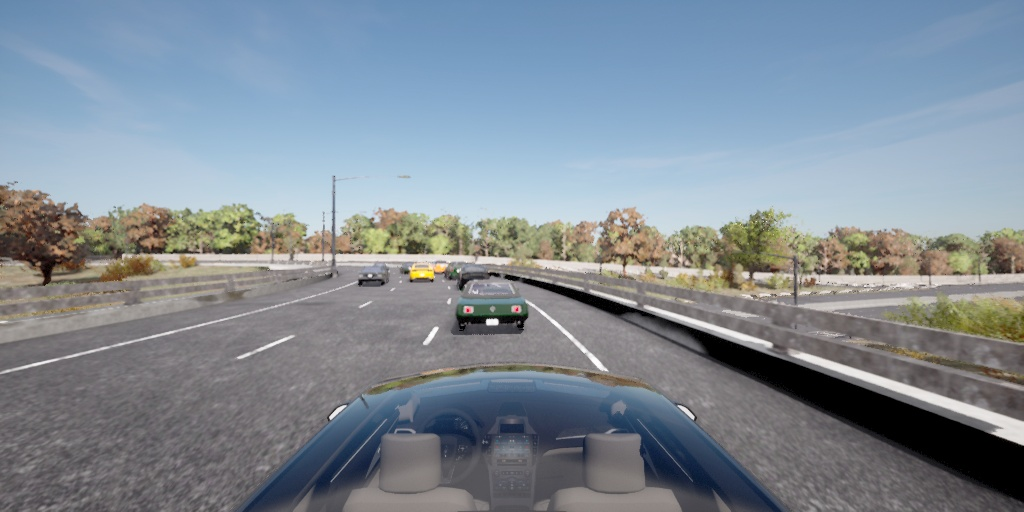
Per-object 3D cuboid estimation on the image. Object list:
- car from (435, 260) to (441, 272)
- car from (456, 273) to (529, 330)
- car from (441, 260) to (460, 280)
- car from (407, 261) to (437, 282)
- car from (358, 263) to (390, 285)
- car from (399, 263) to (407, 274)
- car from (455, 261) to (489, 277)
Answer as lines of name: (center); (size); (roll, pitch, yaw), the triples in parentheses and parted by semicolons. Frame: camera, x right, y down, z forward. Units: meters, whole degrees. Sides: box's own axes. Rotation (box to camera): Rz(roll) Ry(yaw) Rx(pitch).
car: (-9.159, 1.309, 45.014); (2.097, 1.767, 4.553); (0, 0, -22)
car: (-0.688, 1.395, 11.293); (1.895, 1.301, 4.718); (0, 0, -5)
car: (-5.234, 1.256, 34.319); (2.097, 1.767, 4.553); (0, 0, -17)
car: (-7.859, 1.370, 31.022); (1.882, 1.535, 5.008); (0, 0, -16)
car: (-10.475, 1.426, 27.385); (2.033, 1.411, 5.357); (0, 0, -14)
car: (-12.865, 1.525, 44.842); (1.994, 1.385, 4.181); (0, 0, -26)
car: (-2.618, 1.332, 23.964); (1.882, 1.535, 5.008); (0, 0, -11)
